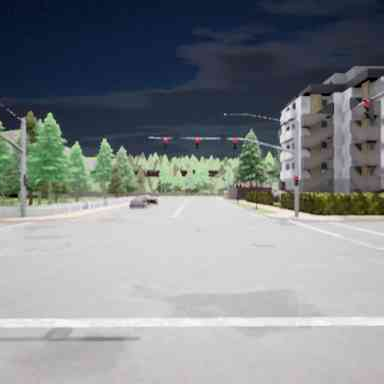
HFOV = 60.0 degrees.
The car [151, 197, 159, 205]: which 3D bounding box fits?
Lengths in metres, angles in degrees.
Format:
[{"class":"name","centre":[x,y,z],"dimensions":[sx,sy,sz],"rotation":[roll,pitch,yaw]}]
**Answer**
[{"class":"car","centre":[-6.610,1.455,54.629],"dimensions":[1.895,1.301,4.718],"rotation":[0,0,0]}]

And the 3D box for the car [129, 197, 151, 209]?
[{"class":"car","centre":[-6.805,1.412,42.634],"dimensions":[1.812,1.442,4.674],"rotation":[0,0,0]}]
